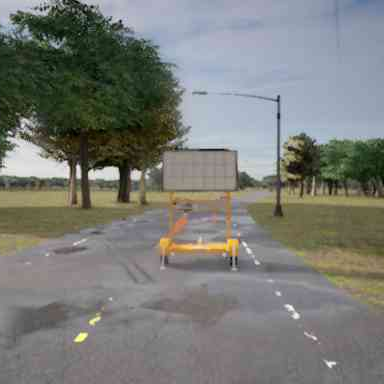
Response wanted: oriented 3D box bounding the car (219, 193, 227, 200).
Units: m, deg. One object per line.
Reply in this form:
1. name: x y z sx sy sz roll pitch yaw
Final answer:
1. car: 7.187 1.000 73.775 2.128 1.511 4.902 0 1 15

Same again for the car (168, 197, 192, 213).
1. car: -1.185 1.276 34.121 2.128 1.511 4.902 0 0 8

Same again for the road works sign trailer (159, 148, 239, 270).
1. road works sign trailer: 0.253 0.389 10.735 2.380 3.560 2.880 0 0 3
